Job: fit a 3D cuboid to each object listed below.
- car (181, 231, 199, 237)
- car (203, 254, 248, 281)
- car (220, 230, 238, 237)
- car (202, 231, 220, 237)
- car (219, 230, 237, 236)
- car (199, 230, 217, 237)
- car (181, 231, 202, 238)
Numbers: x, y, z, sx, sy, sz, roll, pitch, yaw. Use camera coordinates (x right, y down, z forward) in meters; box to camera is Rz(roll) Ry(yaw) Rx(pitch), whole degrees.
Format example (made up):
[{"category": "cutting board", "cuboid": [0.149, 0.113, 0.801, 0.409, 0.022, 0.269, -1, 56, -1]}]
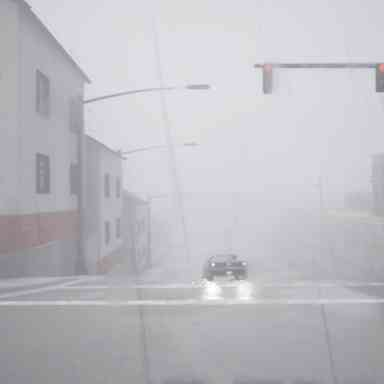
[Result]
[{"category": "car", "cuboid": [-0.524, 10.874, 86.637, 4.536, 1.218, 1.853, -2, -1, 45]}, {"category": "car", "cuboid": [1.721, 3.909, 17.318, 1.895, 1.301, 4.718, -2, -14, 0]}, {"category": "car", "cuboid": [9.502, 10.913, 87.224, 4.974, 1.542, 2.038, -1, -1, 30]}, {"category": "car", "cuboid": [4.123, 10.970, 86.528, 4.974, 1.542, 2.038, 0, -1, -35]}, {"category": "car", "cuboid": [9.455, 10.756, 87.253, 4.536, 1.218, 1.853, -1, -1, 30]}, {"category": "car", "cuboid": [4.163, 10.812, 86.562, 4.536, 1.218, 1.853, 0, -1, -35]}, {"category": "car", "cuboid": [-0.484, 11.031, 86.598, 4.974, 1.542, 2.038, -2, -1, 45]}]
